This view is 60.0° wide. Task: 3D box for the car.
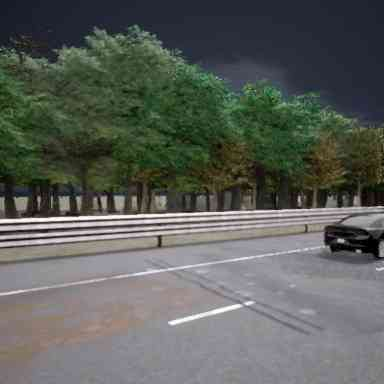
[{"bbox_3d":[7.309,1.601,13.240,5.008,1.535,1.882,1,0,-35],"label":"car"}]
